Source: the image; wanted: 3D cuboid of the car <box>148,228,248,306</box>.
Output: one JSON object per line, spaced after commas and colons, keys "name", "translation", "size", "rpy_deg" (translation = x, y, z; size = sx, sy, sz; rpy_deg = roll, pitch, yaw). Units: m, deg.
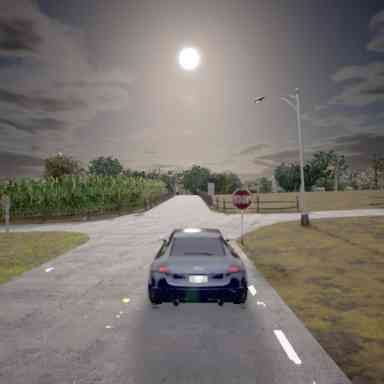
{"name": "car", "translation": [0.112, 1.557, 8.096], "size": [1.994, 1.385, 4.181], "rpy_deg": [0, 0, 0]}
